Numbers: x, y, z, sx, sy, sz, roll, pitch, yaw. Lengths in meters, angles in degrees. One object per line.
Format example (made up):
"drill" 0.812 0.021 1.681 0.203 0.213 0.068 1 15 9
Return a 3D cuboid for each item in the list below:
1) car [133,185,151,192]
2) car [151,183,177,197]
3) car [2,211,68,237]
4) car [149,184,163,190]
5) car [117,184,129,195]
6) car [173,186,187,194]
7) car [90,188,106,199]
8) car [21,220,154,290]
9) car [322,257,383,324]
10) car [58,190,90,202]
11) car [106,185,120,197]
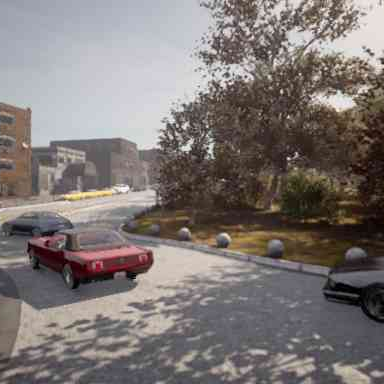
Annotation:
"car" -12.318 -0.829 79.217 2.163 1.488 4.792 0 3 14
"car" -4.858 -0.215 59.732 2.150 2.045 5.566 0 3 14
"car" -8.522 1.745 18.306 4.181 1.385 1.994 0 -1 31
"car" -9.742 -1.437 89.984 2.231 1.521 4.892 0 3 13
"car" -14.880 -0.533 68.472 2.435 2.045 5.566 0 3 13
"car" -2.484 -0.485 69.917 1.837 1.490 4.892 0 3 14
"car" -17.508 0.306 57.476 1.946 1.575 5.366 0 3 13
"car" -3.148 1.692 9.510 1.895 1.301 4.718 0 -1 -41
"car" 5.165 1.584 5.656 5.357 1.411 2.033 0 0 31
"car" -18.799 0.598 52.114 1.946 1.575 5.366 0 3 14
"car" -16.226 0.018 62.843 1.946 1.575 5.366 0 3 13
